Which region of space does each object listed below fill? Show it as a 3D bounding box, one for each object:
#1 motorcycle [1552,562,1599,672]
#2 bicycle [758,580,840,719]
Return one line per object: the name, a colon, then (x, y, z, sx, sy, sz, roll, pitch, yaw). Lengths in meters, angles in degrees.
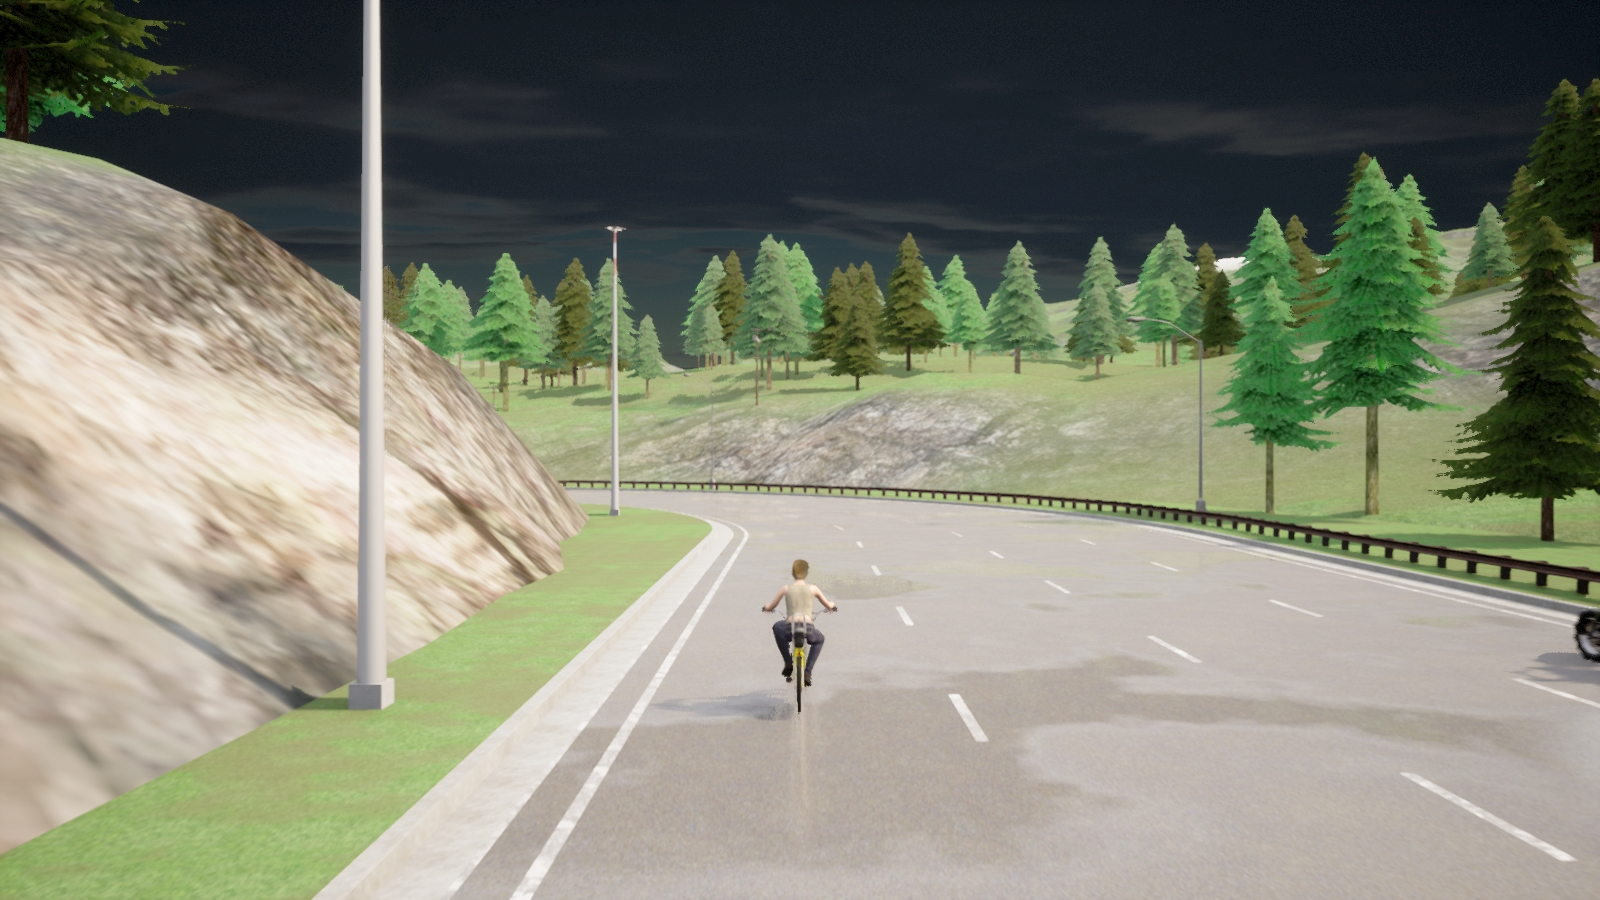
motorcycle: (10.519, 2.156, 14.232, 0.764, 1.307, 2.356, 0, 0, 0)
bicycle: (-0.005, 2.159, 12.624, 0.859, 1.276, 1.487, 0, 0, 0)
